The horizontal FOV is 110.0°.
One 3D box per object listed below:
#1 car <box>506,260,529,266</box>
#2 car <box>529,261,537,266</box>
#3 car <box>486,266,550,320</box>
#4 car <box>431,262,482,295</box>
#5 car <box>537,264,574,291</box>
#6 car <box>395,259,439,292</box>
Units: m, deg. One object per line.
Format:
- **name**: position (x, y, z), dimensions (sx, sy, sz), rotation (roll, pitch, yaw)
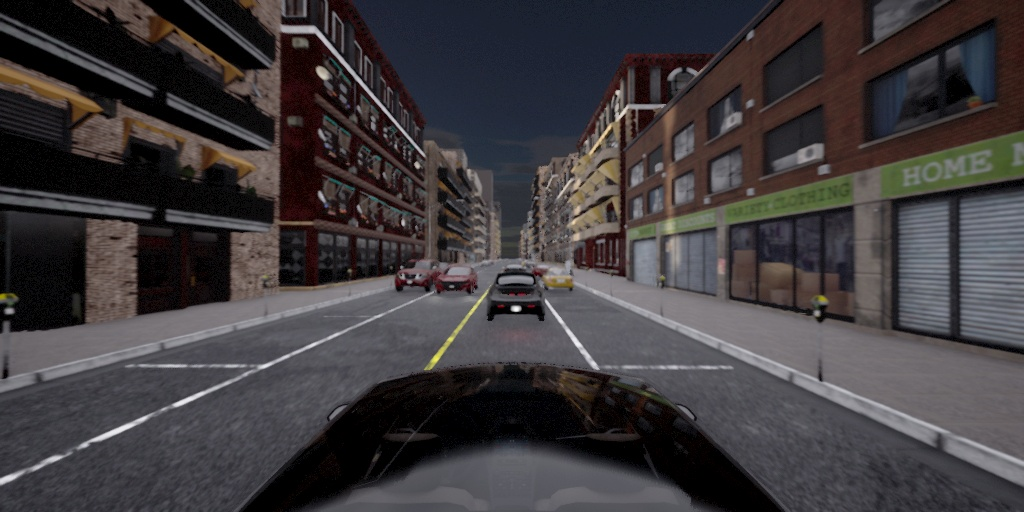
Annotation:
- **car**: position (0.186, 1.325, 30.367), dimensions (1.882, 1.535, 5.008), rotation (0, 0, 0)
- **car**: position (2.783, 1.408, 33.510), dimensions (1.888, 1.381, 4.507), rotation (0, 0, 0)
- **car**: position (0.129, 1.293, 12.839), dimensions (1.837, 1.490, 4.892), rotation (0, 0, 0)
- **car**: position (-3.033, 1.285, 20.615), dimensions (1.882, 1.535, 5.008), rotation (0, 0, 0)
- **car**: position (2.747, 1.351, 22.408), dimensions (1.751, 1.417, 4.829), rotation (0, 0, 0)
- **car**: position (-5.634, 1.123, 22.269), dimensions (2.192, 1.841, 5.009), rotation (0, 0, 0)
